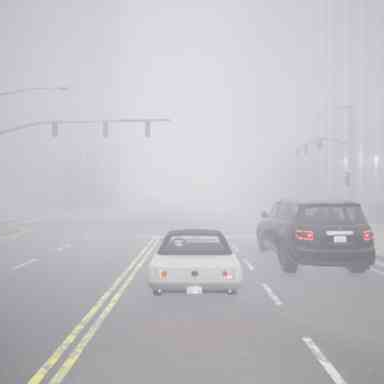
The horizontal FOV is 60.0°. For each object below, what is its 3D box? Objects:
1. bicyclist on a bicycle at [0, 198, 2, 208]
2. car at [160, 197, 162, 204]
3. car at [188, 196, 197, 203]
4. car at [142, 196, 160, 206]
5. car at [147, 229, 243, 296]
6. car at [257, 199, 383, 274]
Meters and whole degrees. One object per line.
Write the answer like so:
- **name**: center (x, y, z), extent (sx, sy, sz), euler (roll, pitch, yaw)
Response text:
- **bicyclist on a bicycle**: center (-26.357, 1.350, 45.359), extent (0.582, 1.620, 1.656), euler (0, 0, 0)
- **car**: center (-6.938, 1.618, 65.716), extent (2.033, 1.411, 5.357), euler (0, 0, 1)
- **car**: center (0.107, 1.602, 73.736), extent (2.128, 1.511, 4.902), euler (0, 0, 0)
- **car**: center (-7.013, 1.411, 55.197), extent (2.097, 1.767, 4.553), euler (0, 0, 0)
- **car**: center (0.074, 1.610, 8.655), extent (1.895, 1.301, 4.718), euler (0, 0, 1)
- **car**: center (3.588, 1.233, 10.695), extent (2.150, 2.045, 5.566), euler (0, 0, 0)
